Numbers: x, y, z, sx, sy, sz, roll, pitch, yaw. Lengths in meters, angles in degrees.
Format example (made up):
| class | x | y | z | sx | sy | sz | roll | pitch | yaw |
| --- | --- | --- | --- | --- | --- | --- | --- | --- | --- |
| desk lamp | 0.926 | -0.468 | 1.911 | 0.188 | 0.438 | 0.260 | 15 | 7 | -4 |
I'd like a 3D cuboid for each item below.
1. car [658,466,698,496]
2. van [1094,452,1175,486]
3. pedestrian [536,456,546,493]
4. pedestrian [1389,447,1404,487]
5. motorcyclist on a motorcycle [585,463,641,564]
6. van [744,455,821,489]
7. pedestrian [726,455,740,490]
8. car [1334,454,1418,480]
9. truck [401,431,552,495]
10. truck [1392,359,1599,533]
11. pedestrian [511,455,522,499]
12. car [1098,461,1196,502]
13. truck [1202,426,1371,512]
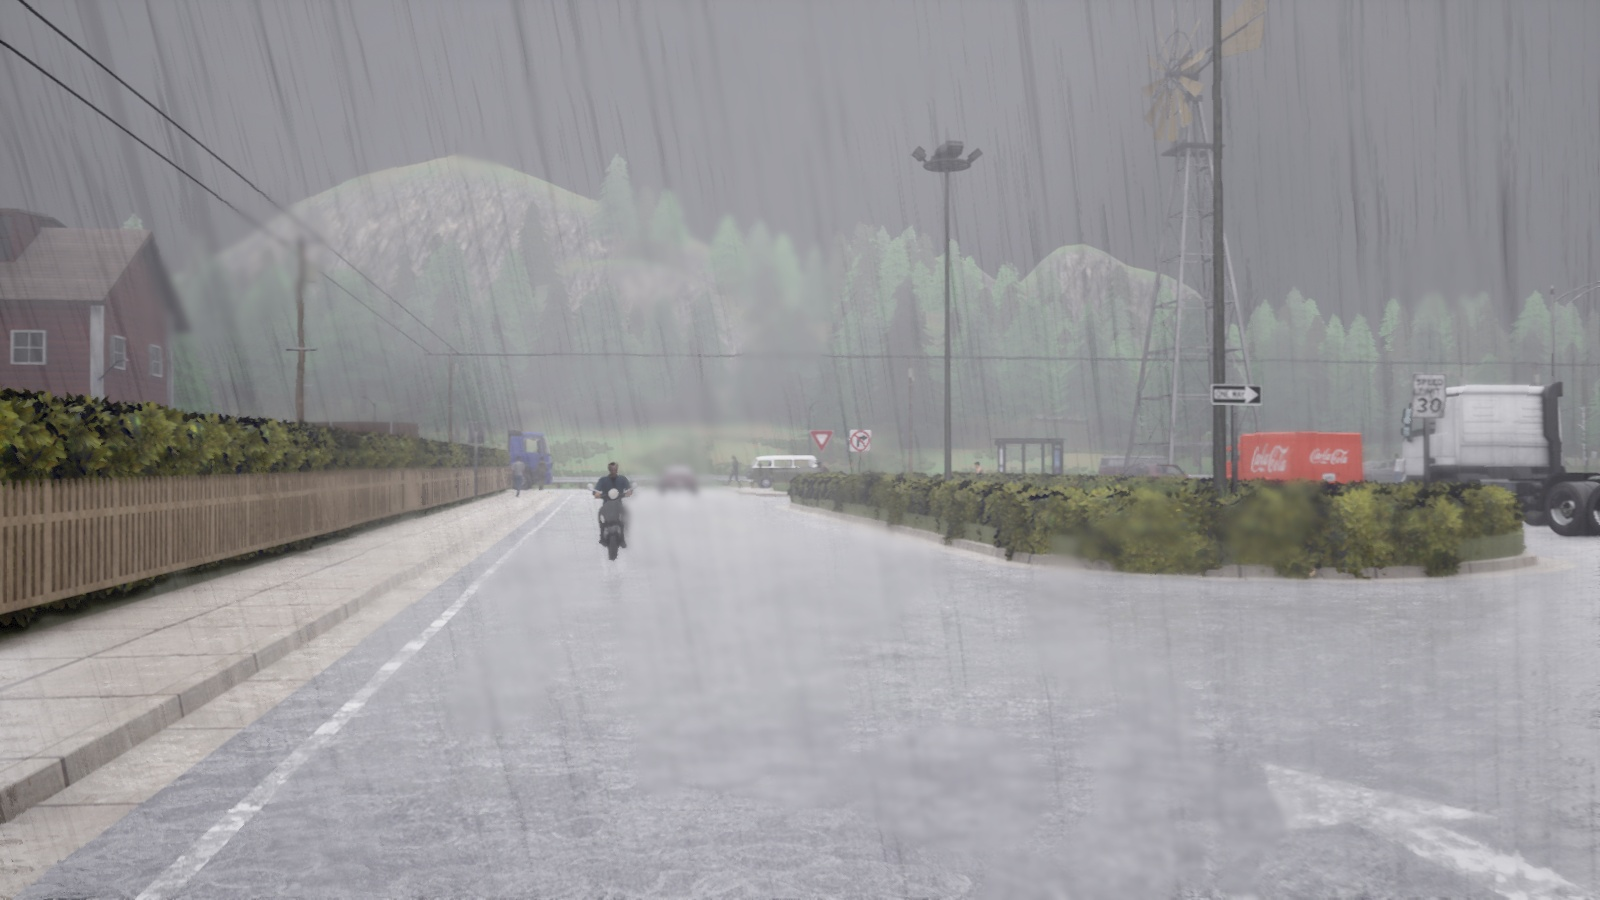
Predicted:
| class | x | y | z | sx | sy | sz | roll | pitch | yaw |
| --- | --- | --- | --- | --- | --- | --- | --- | --- | --- |
| car | -6.203 | 1.549 | 63.314 | 1.812 | 1.442 | 4.674 | -1 | -1 | -8 |
| van | 20.402 | 1.138 | 76.664 | 4.442 | 1.987 | 1.775 | -1 | -1 | -9 |
| pedestrian | -13.568 | 1.279 | 65.727 | 0.396 | 1.930 | 0.692 | -1 | -1 | -1 |
| pedestrian | 27.153 | 0.771 | 57.167 | 0.354 | 1.836 | 0.706 | -1 | -1 | 6 |
| motorcyclist on a motorcycle | -3.085 | 1.008 | 20.689 | 0.866 | 1.590 | 1.817 | 0 | -1 | -9 |
| van | -1.090 | 1.333 | 76.947 | 4.480 | 2.038 | 2.069 | -1 | -1 | -9 |
| pedestrian | -3.581 | 1.194 | 67.359 | 0.614 | 1.847 | 0.353 | -1 | -1 | 24 |
| car | 37.890 | 1.112 | 82.670 | 4.611 | 1.667 | 2.242 | 0 | -1 | -13 |
| truck | -18.119 | 0.741 | 70.834 | 7.936 | 3.462 | 2.891 | -1 | -1 | -9 |
| truck | 16.941 | -0.061 | 27.855 | 2.891 | 3.462 | 7.936 | -1 | -1 | -9 |
| pedestrian | -12.032 | 1.136 | 53.284 | 0.354 | 1.836 | 0.706 | -1 | -1 | -6 |
| car | 13.175 | 1.180 | 47.942 | 1.845 | 1.501 | 3.633 | 0 | -1 | -19 |
| truck | 15.038 | 0.574 | 39.196 | 2.627 | 2.467 | 5.204 | 0 | 0 | -9 |
